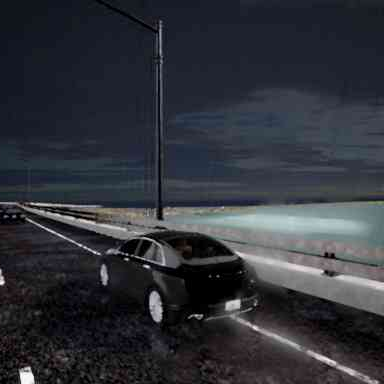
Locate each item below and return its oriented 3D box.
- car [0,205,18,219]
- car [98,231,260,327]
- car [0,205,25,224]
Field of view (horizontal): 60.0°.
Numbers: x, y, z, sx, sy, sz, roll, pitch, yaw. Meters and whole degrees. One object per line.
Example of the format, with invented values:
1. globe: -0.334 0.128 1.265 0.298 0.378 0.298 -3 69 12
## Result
1. car: -22.217 2.326 39.911 2.128 1.511 4.902 0 -1 -31
2. car: -0.634 1.636 7.457 1.837 1.490 4.892 0 -1 -32
3. car: -16.685 2.185 30.992 2.033 1.411 5.357 0 -1 -31
